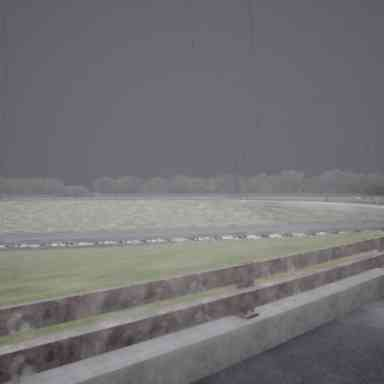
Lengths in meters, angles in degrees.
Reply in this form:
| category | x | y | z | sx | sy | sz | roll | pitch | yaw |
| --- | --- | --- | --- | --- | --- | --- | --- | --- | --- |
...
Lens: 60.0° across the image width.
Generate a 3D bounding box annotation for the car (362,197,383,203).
| category | x | y | z | sx | sy | sz | roll | pitch | yaw |
| --- | --- | --- | --- | --- | --- | --- | --- | --- | --- |
| car | 43.083 | 1.938 | 78.515 | 1.882 | 1.535 | 5.008 | 0 | -1 | 0 |
